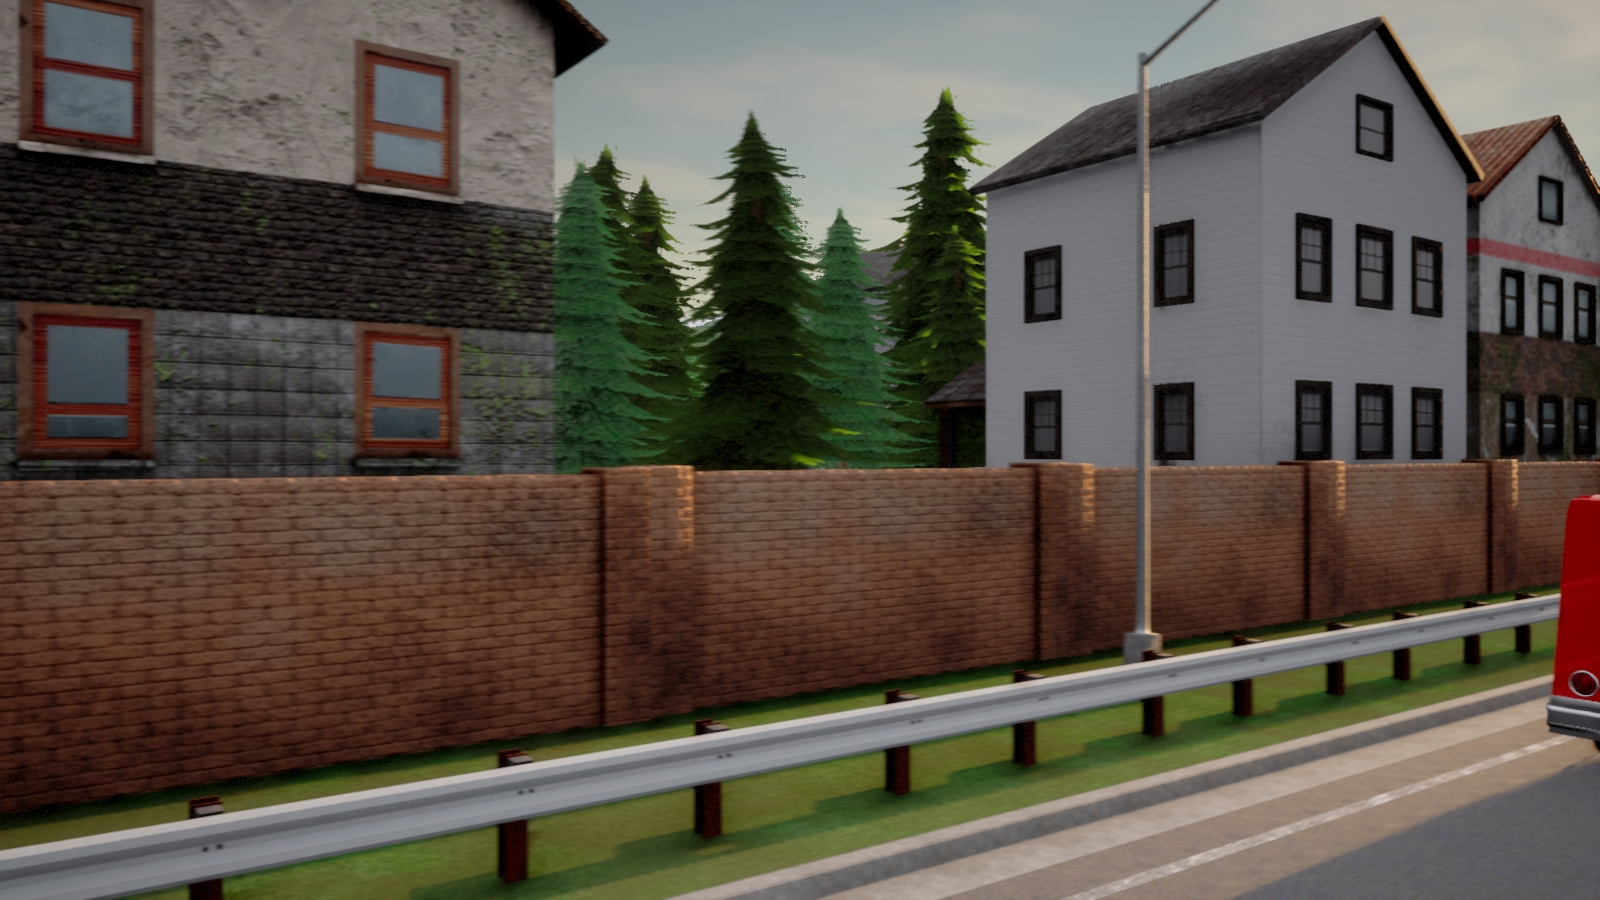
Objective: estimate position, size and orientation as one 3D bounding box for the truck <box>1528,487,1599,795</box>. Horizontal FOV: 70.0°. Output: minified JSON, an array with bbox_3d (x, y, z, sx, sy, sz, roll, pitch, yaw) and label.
[{"bbox_3d":[9.076,1.576,10.138,5.204,2.467,2.627,0,0,-35],"label":"truck"}]
